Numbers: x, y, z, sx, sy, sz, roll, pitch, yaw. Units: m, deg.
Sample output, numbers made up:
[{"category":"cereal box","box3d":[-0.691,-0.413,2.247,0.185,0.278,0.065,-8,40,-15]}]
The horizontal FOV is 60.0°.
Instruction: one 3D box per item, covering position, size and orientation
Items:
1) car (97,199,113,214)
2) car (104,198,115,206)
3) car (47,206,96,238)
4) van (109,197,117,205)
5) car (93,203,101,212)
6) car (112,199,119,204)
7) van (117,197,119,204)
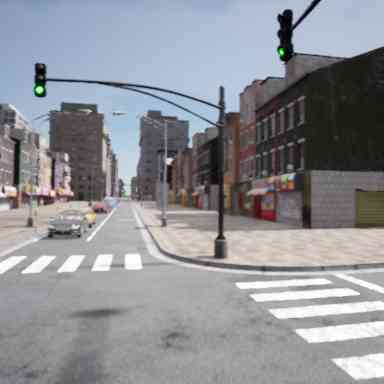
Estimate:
[{"category":"car","box3d":[-11.146,1.919,40.825,1.887,1.381,4.507,2,-1,-11]},{"category":"car","box3d":[-12.226,1.993,46.368,1.947,1.339,4.313,2,-1,-11]},{"category":"car","box3d":[-6.827,1.713,18.647,2.008,1.369,4.403,2,-1,-11]},{"category":"van","box3d":[-14.379,1.881,57.461,1.690,1.788,3.998,2,-1,-11]},{"category":"car","box3d":[-7.873,1.741,24.025,1.752,1.417,4.829,2,-1,-11]},{"category":"car","box3d":[-20.869,2.511,90.718,1.802,1.307,4.206,2,-1,-11]},{"category":"van","box3d":[-16.540,2.002,68.548,1.690,1.788,3.998,2,-1,-11]}]
